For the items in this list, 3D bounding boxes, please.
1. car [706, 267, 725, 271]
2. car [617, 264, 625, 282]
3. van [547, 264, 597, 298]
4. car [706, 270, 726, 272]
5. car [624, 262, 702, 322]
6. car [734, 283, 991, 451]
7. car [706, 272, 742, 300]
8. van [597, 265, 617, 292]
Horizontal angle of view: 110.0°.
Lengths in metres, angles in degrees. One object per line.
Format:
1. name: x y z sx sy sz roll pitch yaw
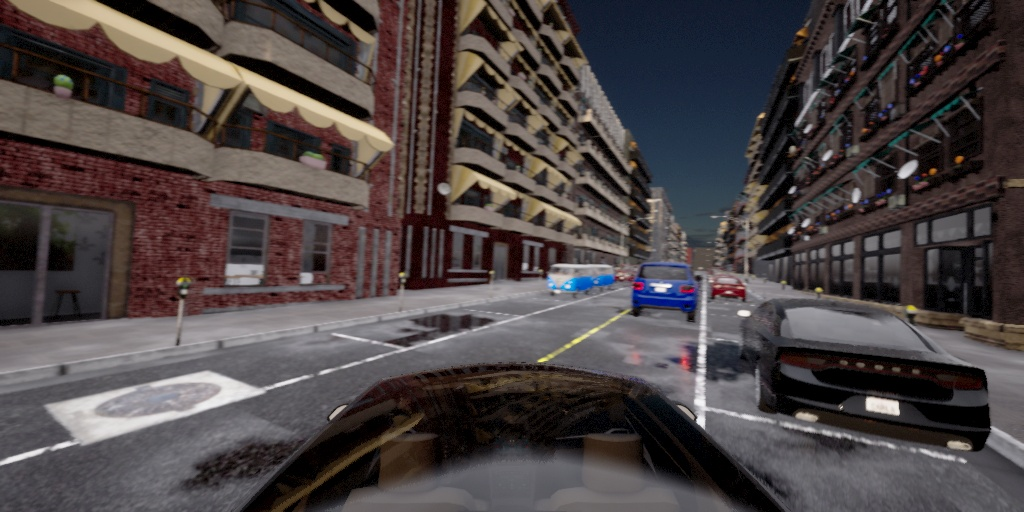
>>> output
1. car: 18.108 2.069 31.214 1.967 1.591 4.097 0 0 28
2. car: 11.196 1.746 35.014 2.192 1.841 5.009 0 0 28
3. van: 3.324 1.364 20.415 1.690 1.789 3.998 0 0 28
4. car: 15.476 2.037 26.350 1.888 1.381 4.507 0 0 28
5. car: 6.271 1.289 14.421 2.150 2.045 5.566 2 -1 28
6. car: 4.935 1.426 5.817 1.882 1.535 5.008 2 -1 28
7. car: 12.853 1.901 21.484 1.888 1.381 4.507 0 0 28
8. van: 5.948 1.499 25.282 1.690 1.789 3.998 0 0 28
